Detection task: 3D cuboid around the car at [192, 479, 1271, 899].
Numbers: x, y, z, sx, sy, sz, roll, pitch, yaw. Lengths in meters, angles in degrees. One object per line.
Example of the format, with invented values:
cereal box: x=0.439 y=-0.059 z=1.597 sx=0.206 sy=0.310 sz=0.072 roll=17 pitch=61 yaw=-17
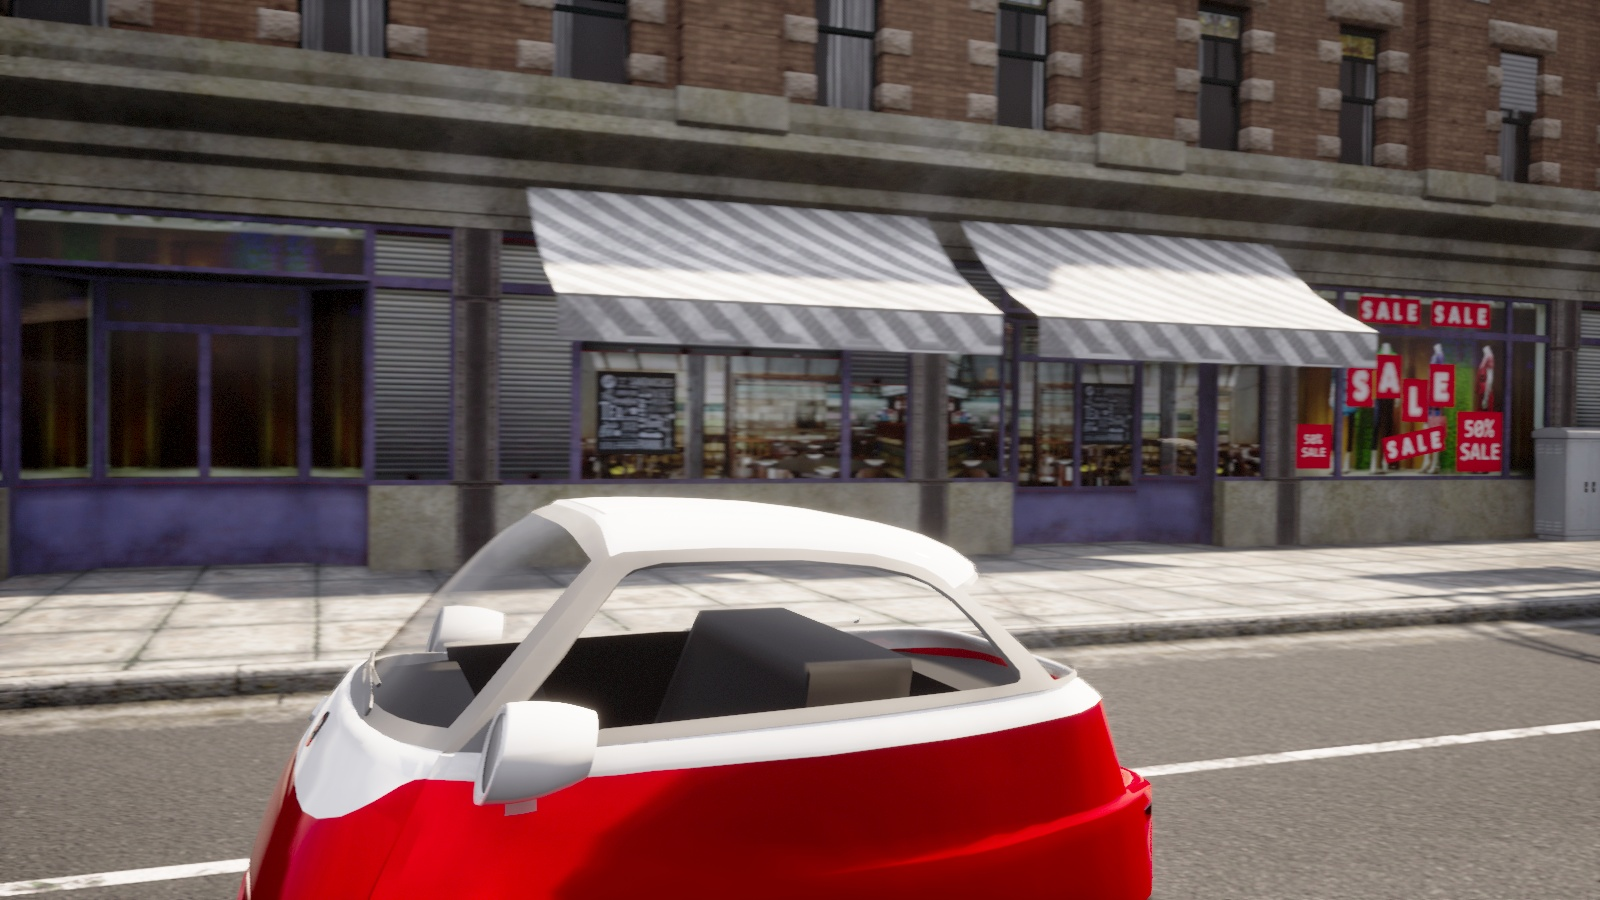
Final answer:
car: x=-0.225 y=0.804 z=3.155 sx=2.207 sy=1.376 sz=1.481 roll=-1 pitch=1 yaw=-21
